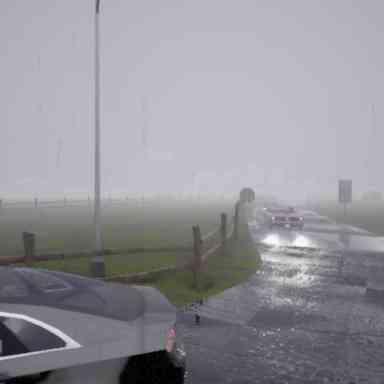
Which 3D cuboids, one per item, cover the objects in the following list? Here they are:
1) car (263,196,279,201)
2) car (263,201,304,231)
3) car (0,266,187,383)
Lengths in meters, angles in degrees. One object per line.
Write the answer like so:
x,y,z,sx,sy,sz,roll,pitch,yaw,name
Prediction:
10.460,1.282,44.194,2.033,1.411,5.357,1,0,15,car
5.322,1.470,19.742,1.895,1.301,4.718,1,0,8,car
-2.461,1.466,2.633,4.902,1.511,2.128,0,1,-20,car
